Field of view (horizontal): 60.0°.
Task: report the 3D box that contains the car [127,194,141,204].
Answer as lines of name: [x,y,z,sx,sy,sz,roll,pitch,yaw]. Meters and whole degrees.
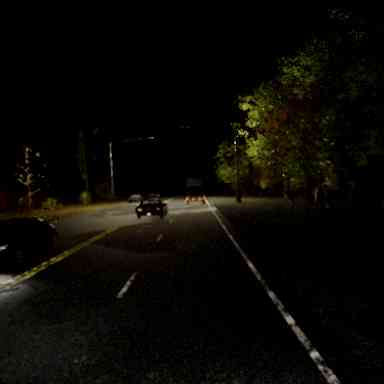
car: [-9.189,1.103,54.567,2.033,1.411,5.357,-3,1,2]

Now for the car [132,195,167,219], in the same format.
car: [-2.903,1.183,24.764,1.895,1.301,4.718,0,1,0]

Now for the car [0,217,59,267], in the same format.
car: [-6.565,1.720,12.363,1.812,1.442,4.674,-3,1,1]

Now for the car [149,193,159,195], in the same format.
car: [-5.991,0.942,52.744,1.837,1.490,4.892,-3,1,1]

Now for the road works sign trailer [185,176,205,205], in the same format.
road works sign trailer: [0.391,-0.220,42.870,2.380,3.560,2.880,-3,1,1]
